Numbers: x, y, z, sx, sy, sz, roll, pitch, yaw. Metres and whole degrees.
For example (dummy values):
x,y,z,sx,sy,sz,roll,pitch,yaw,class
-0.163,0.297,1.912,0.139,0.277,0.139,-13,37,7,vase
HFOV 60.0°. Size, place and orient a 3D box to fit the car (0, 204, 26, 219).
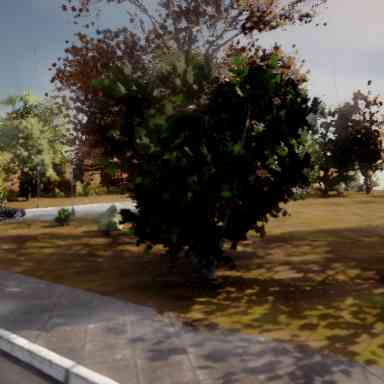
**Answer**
x,y,z,sx,sy,sz,roll,pitch,yaw,class
-17.758,1.795,30.320,1.837,1.490,4.892,-1,0,39,car
